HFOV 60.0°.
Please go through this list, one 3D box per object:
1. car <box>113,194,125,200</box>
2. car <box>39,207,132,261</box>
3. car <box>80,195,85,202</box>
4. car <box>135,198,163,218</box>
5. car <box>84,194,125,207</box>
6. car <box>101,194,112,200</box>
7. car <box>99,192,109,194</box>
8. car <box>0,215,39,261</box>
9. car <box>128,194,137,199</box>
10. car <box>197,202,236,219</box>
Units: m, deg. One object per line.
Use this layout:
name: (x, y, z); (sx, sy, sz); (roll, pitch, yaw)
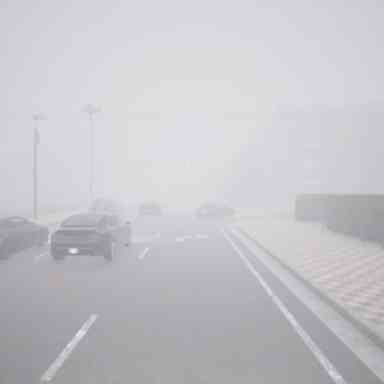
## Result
car: (-19.812, 1.296, 90.640); (2.033, 1.411, 5.357); (0, 0, 0)
car: (-3.441, 1.478, 12.099); (1.837, 1.490, 4.892); (0, 0, 0)
car: (-23.315, 1.329, 74.092); (1.882, 1.535, 5.008); (0, 0, 0)
car: (-3.634, 1.417, 29.784); (1.882, 1.535, 5.008); (0, 0, -1)
car: (-7.101, 1.295, 27.914); (2.097, 1.767, 4.553); (0, 0, -1)
car: (-23.312, 1.257, 90.609); (1.837, 1.490, 4.892); (0, 0, 0)
car: (-19.815, 1.076, 74.128); (2.150, 2.045, 5.566); (0, 0, 0)
car: (-6.939, 1.539, 12.231); (1.994, 1.385, 4.181); (0, 0, 0)
car: (-16.312, 1.254, 90.686); (1.837, 1.490, 4.892); (0, 0, 0)
car: (2.115, 1.507, 28.315); (1.994, 1.385, 4.181); (0, 0, 32)
